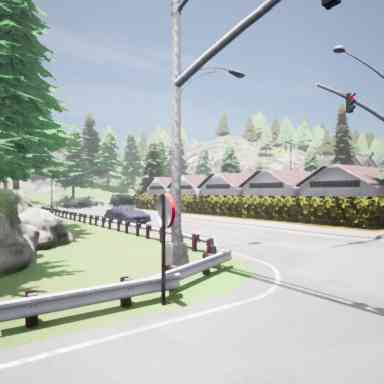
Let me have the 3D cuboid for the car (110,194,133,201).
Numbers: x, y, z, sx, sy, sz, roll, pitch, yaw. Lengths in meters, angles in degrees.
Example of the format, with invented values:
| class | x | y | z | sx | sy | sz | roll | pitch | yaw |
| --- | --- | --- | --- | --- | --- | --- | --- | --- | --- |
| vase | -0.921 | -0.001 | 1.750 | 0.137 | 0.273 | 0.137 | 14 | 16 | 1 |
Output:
| class | x | y | z | sx | sy | sz | roll | pitch | yaw |
| --- | --- | --- | --- | --- | --- | --- | --- | --- | --- |
| car | -10.679 | 1.393 | 53.794 | 2.150 | 2.045 | 5.566 | 0 | 0 | 36 |

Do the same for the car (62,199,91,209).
| class | x | y | z | sx | sy | sz | roll | pitch | yaw |
| --- | --- | --- | --- | --- | --- | --- | --- | --- | --- |
| car | -16.748 | 1.724 | 48.565 | 2.033 | 1.411 | 5.357 | 0 | 0 | 10 |

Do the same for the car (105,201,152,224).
| class | x | y | z | sx | sy | sz | roll | pitch | yaw |
| --- | --- | --- | --- | --- | --- | --- | --- | --- | --- |
| car | -5.107 | 1.738 | 25.903 | 2.033 | 1.411 | 5.357 | 0 | 0 | -35 |
